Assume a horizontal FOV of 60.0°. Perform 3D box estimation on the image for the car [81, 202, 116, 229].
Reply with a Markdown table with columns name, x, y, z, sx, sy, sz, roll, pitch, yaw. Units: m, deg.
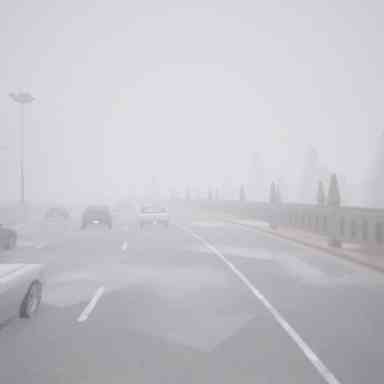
| name | x | y | z | sx | sy | sz | roll | pitch | yaw |
| --- | --- | --- | --- | --- | --- | --- | --- | --- | --- |
| car | -6.249 | 1.554 | 22.224 | 1.837 | 1.490 | 4.892 | 0 | 0 | -12 |

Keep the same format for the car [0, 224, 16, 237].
| name | x | y | z | sx | sy | sz | roll | pitch | yaw |
| --- | --- | --- | --- | --- | --- | --- | --- | --- | --- |
| car | -7.853 | 1.568 | 11.576 | 1.812 | 1.442 | 4.674 | 0 | 0 | -7 |

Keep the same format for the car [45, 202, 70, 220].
| name | x | y | z | sx | sy | sz | roll | pitch | yaw |
| --- | --- | --- | --- | --- | --- | --- | --- | --- | --- |
| car | -11.902 | 1.625 | 29.511 | 1.812 | 1.442 | 4.674 | 0 | 0 | -18 |

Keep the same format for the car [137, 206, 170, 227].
| name | x | y | z | sx | sy | sz | roll | pitch | yaw |
| --- | --- | --- | --- | --- | --- | --- | --- | --- | --- |
| car | -2.813 | 1.630 | 23.057 | 1.895 | 1.301 | 4.718 | 0 | 0 | -13 |

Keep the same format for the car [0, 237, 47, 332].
| name | x | y | z | sx | sy | sz | roll | pitch | yaw |
| --- | --- | --- | --- | --- | --- | --- | --- | --- | --- |
| car | -3.667 | 1.617 | 4.413 | 1.895 | 1.301 | 4.718 | 0 | 0 | -3 |

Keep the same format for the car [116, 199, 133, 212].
| name | x | y | z | sx | sy | sz | roll | pitch | yaw |
| --- | --- | --- | --- | --- | --- | --- | --- | --- | --- |
| car | -8.350 | 1.594 | 39.976 | 1.837 | 1.490 | 4.892 | 0 | 0 | -22 |
